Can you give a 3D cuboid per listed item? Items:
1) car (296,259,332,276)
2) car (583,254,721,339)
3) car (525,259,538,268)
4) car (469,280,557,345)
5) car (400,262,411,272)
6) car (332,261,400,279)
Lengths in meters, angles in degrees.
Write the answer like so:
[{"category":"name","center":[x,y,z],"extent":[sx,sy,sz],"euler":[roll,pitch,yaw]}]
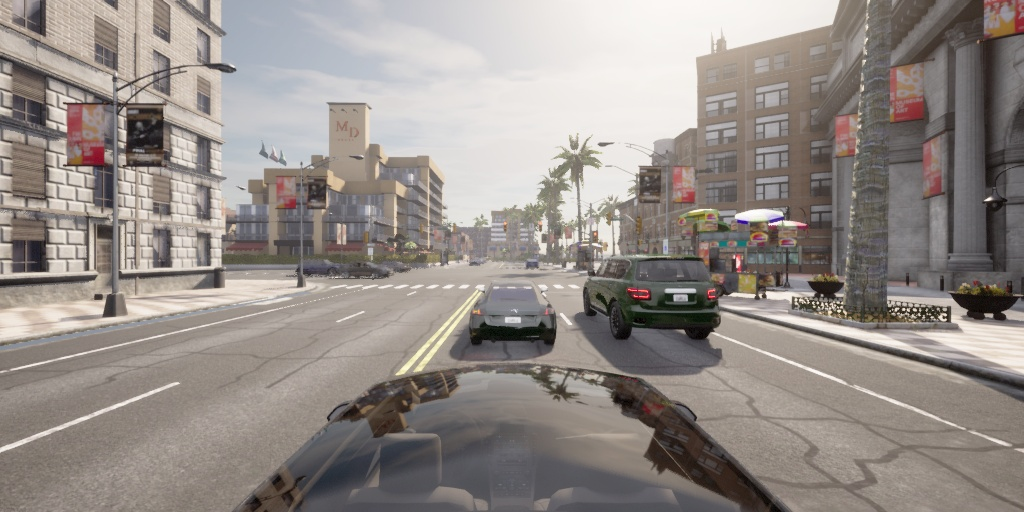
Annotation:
[{"category":"car","center":[-19.053,1.101,36.102],"extent":[4.553,1.767,2.097],"euler":[0,0,-2]},{"category":"car","center":[3.526,0.971,10.176],"extent":[2.150,2.045,5.566],"euler":[0,0,0]},{"category":"car","center":[3.257,1.227,59.073],"extent":[1.882,1.535,5.008],"euler":[0,0,0]},{"category":"car","center":[0.025,1.314,9.539],"extent":[1.994,1.385,4.181],"euler":[0,0,0]},{"category":"car","center":[-15.279,1.297,44.342],"extent":[5.357,1.411,2.033],"euler":[0,0,2]},{"category":"car","center":[-12.879,1.256,31.757],"extent":[4.892,1.490,1.837],"euler":[0,-1,11]}]
